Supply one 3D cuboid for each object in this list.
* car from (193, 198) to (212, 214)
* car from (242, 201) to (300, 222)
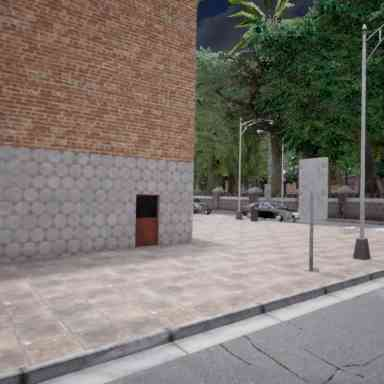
[{"bbox_3d":[0.042,1.335,33.758,2.097,1.767,4.553,2,-1,-36],"label":"car"},{"bbox_3d":[5.977,1.480,25.543,2.128,1.511,4.902,2,-1,-36],"label":"car"}]
